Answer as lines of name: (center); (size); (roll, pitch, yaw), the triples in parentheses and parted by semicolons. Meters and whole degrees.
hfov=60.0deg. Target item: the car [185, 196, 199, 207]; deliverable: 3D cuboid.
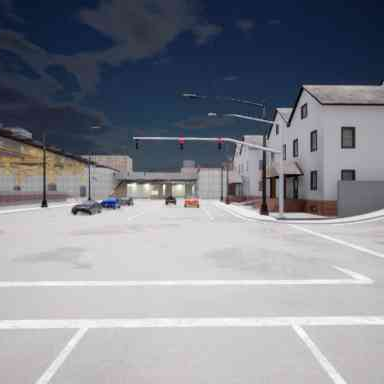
car: (-0.054, 1.352, 50.714); (2.097, 1.767, 4.553); (0, 0, 0)

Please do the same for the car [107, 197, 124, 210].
car: (-10.730, 1.477, 44.021); (1.882, 1.535, 5.008); (0, 0, 0)

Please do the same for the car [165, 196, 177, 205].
car: (-3.677, 1.504, 58.535); (1.837, 1.490, 4.892); (0, 0, 0)

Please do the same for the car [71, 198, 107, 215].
car: (-10.704, 1.547, 34.298); (2.033, 1.411, 5.357); (0, 0, 0)

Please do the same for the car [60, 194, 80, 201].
car: (-32.742, 1.452, 89.535); (2.038, 1.542, 4.974); (0, 0, 28)

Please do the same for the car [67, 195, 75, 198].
car: (-31.936, 1.452, 84.171); (2.038, 1.542, 4.974); (0, 0, -37)

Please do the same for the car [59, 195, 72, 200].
car: (-31.967, 1.294, 84.213); (1.853, 1.218, 4.536); (0, 0, -37)

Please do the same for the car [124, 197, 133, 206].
car: (-10.752, 1.525, 54.295); (1.812, 1.442, 4.674); (0, 0, 0)

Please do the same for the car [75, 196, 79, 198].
car: (-32.767, 1.294, 89.490); (1.853, 1.218, 4.536); (0, 0, 28)
